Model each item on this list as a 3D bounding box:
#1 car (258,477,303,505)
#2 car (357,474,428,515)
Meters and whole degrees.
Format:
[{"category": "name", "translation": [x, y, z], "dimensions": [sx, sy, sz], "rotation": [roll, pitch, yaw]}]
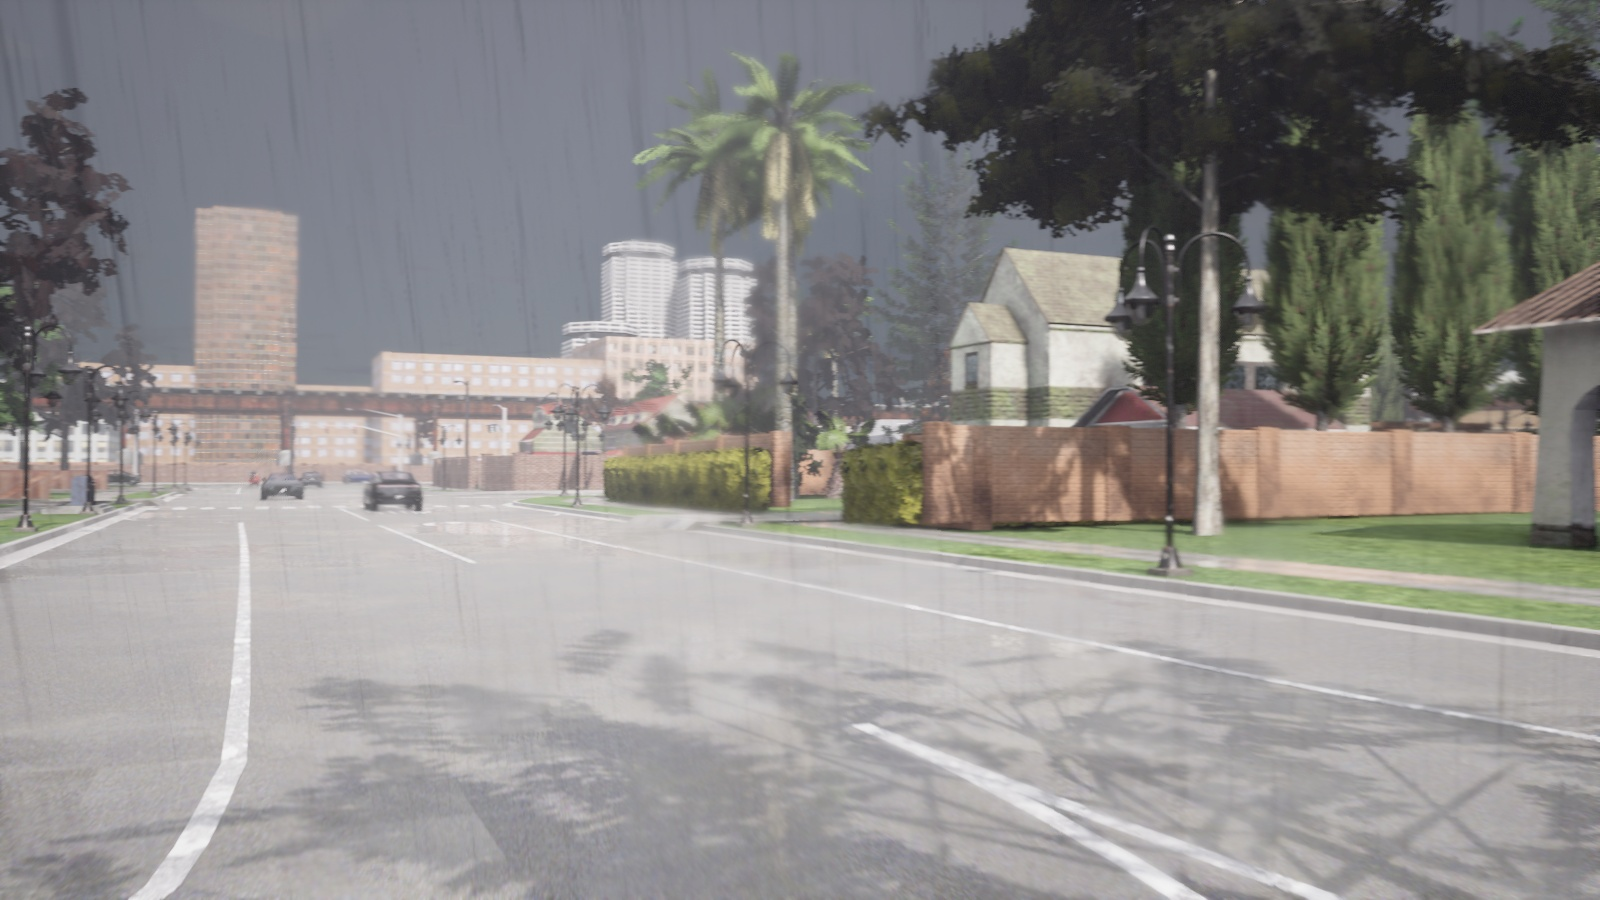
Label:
[{"category": "car", "translation": [-26.717, 2.087, 64.513], "dimensions": [1.994, 1.385, 4.181], "rotation": [0, -1, -24]}, {"category": "car", "translation": [-15.789, 1.676, 48.500], "dimensions": [2.128, 1.511, 4.902], "rotation": [0, -1, -24]}]
